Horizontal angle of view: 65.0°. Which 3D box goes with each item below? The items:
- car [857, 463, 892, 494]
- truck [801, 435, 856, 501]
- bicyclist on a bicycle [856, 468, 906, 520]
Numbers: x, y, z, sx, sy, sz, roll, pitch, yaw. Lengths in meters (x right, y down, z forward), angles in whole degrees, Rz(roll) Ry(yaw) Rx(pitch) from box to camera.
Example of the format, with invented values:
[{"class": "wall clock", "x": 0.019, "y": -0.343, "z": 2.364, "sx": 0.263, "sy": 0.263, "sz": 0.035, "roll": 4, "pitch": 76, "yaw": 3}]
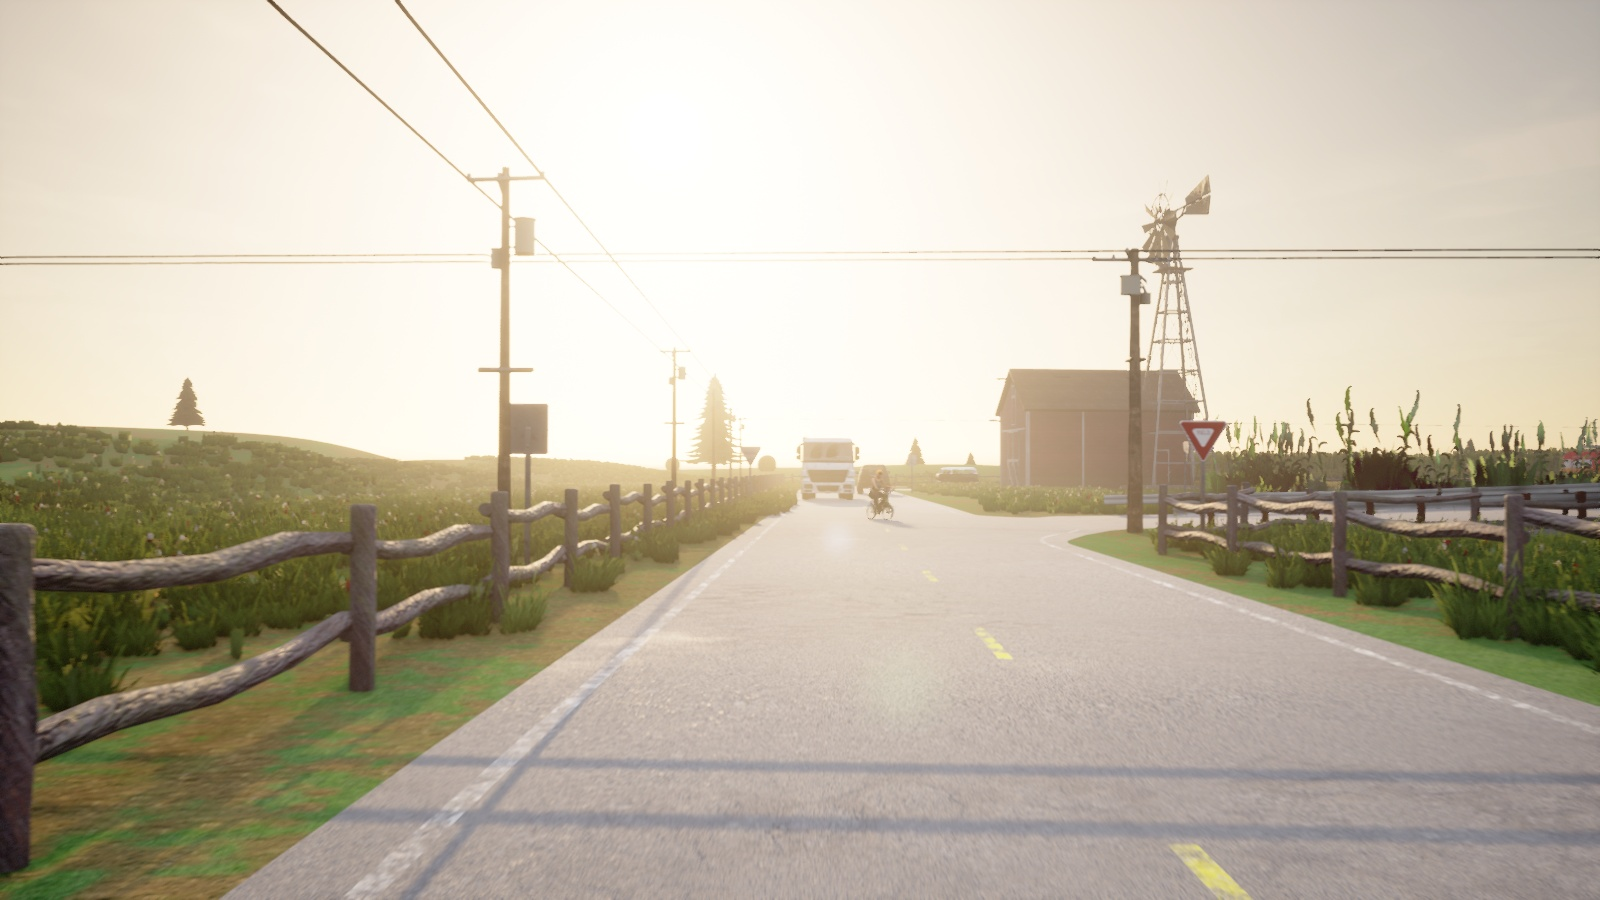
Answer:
[{"class": "car", "x": 5.030, "y": 1.952, "z": 85.894, "sx": 2.150, "sy": 2.045, "sz": 5.566, "roll": 0, "pitch": -1, "yaw": 1}, {"class": "truck", "x": 1.567, "y": 0.999, "z": 70.010, "sx": 2.891, "sy": 3.462, "sz": 7.936, "roll": 0, "pitch": -1, "yaw": 1}, {"class": "bicyclist on a bicycle", "x": 2.569, "y": 1.410, "z": 40.011, "sx": 0.866, "sy": 1.612, "sz": 1.509, "roll": 3, "pitch": -2, "yaw": -30}]
